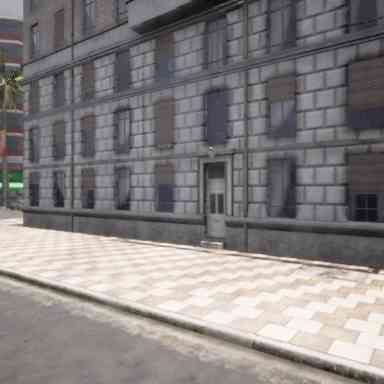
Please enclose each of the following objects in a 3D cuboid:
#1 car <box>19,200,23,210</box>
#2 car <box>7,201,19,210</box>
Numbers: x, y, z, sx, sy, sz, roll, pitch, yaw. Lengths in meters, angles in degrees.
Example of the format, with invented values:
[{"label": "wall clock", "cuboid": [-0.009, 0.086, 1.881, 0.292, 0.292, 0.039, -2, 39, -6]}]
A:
[{"label": "car", "cuboid": [-17.706, 1.518, 40.091, 1.812, 1.442, 4.674, 0, 0, 36]}, {"label": "car", "cuboid": [-20.802, 1.556, 41.775, 1.994, 1.385, 4.181, 0, 0, 36]}]
